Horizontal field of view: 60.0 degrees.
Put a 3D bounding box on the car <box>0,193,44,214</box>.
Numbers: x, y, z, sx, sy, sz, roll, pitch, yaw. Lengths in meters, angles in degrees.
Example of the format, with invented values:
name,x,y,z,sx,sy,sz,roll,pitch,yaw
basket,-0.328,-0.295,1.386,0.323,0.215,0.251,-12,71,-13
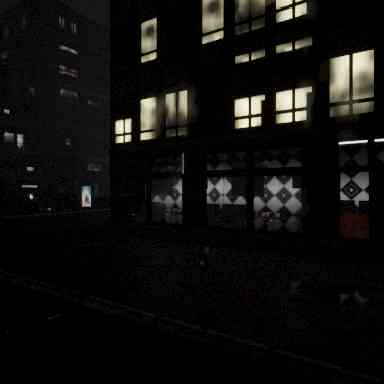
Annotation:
name,x,y,z,sx,sy,sz,roll,pitch,yaw
car,-16.134,1.029,29.090,2.192,1.841,5.009,1,2,35

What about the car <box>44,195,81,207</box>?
name,x,y,z,sx,sy,sz,roll,pitch,yaw
car,-16.687,1.074,42.939,1.802,1.307,4.206,1,2,35

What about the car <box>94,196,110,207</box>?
name,x,y,z,sx,sy,sz,roll,pitch,yaw
car,-9.781,1.072,38.191,1.947,1.339,4.313,1,2,35

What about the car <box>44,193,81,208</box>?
name,x,y,z,sx,sy,sz,roll,pitch,yaw
car,-15.620,0.883,39.968,2.097,1.767,4.553,0,1,35
